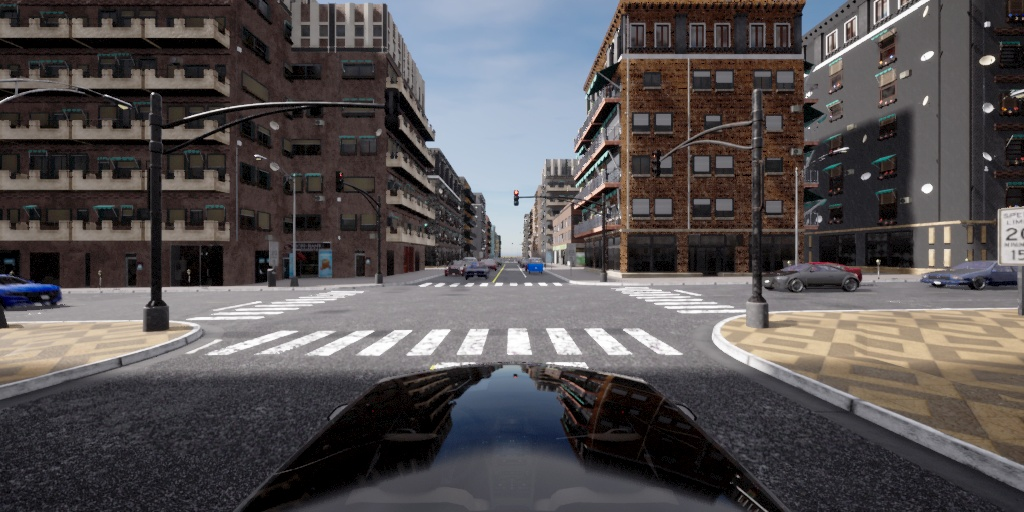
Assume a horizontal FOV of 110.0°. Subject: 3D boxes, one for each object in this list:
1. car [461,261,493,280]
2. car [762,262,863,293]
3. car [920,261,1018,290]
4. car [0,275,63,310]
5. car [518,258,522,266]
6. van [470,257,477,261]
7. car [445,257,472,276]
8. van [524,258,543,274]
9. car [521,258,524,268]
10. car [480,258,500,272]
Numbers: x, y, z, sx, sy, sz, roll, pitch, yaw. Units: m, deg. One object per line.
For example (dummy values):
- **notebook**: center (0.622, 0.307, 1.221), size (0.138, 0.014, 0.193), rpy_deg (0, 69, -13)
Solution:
- **car**: center (-2.911, 1.345, 30.848), size (1.895, 1.301, 4.718), rpy_deg (0, 0, 0)
- **car**: center (15.026, 1.088, 18.310), size (4.181, 1.385, 1.994), rpy_deg (-1, 0, 0)
- **car**: center (24.394, 0.943, 18.336), size (5.357, 1.411, 2.033), rpy_deg (-1, 0, 0)
- **car**: center (-22.513, 1.525, 15.370), size (5.008, 1.535, 1.882), rpy_deg (-1, 0, 0)
- **car**: center (2.450, 1.301, 58.200), size (1.948, 1.339, 4.313), rpy_deg (0, 0, 0)
- **van**: center (-5.504, 1.079, 47.021), size (1.690, 1.789, 3.998), rpy_deg (0, 0, 0)
- **car**: center (-5.515, 1.182, 35.857), size (1.967, 1.591, 4.097), rpy_deg (0, 0, 0)
- **van**: center (2.614, 1.081, 40.834), size (1.690, 1.789, 3.998), rpy_deg (0, 0, 0)
- **car**: center (2.565, 1.283, 47.038), size (1.888, 1.381, 4.507), rpy_deg (0, 0, 0)
- **car**: center (-2.939, 1.216, 47.158), size (1.882, 1.535, 5.008), rpy_deg (0, 0, 0)
